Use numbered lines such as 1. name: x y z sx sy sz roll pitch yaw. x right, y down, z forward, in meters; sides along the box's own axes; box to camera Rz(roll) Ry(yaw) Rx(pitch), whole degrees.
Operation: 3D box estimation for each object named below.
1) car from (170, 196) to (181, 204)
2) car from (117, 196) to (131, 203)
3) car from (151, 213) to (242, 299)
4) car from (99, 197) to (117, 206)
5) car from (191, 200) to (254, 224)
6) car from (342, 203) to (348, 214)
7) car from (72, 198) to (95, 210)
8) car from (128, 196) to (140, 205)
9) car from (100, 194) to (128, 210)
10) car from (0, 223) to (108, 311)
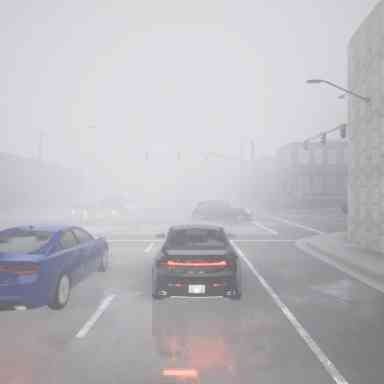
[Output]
1. car: -3.211 1.478 65.952 1.882 1.535 5.008 0 0 0
2. car: -13.807 1.510 67.954 1.812 1.442 4.674 0 0 0
3. car: 0.103 1.505 8.431 1.837 1.490 4.892 0 0 0
4. car: -13.929 1.564 55.415 1.994 1.385 4.181 0 0 0
5. car: 2.219 1.352 24.337 4.553 1.767 2.097 0 0 12
6. car: 14.995 1.015 27.476 5.008 1.535 1.882 -5 0 0
7. car: -13.966 1.526 43.341 1.812 1.442 4.674 0 0 0
8. car: -10.411 1.492 58.431 2.128 1.511 4.902 0 0 0
9. car: -10.470 1.222 44.027 2.150 2.045 5.566 0 0 0
10. car: -3.401 1.478 7.885 1.882 1.535 5.008 0 0 0
